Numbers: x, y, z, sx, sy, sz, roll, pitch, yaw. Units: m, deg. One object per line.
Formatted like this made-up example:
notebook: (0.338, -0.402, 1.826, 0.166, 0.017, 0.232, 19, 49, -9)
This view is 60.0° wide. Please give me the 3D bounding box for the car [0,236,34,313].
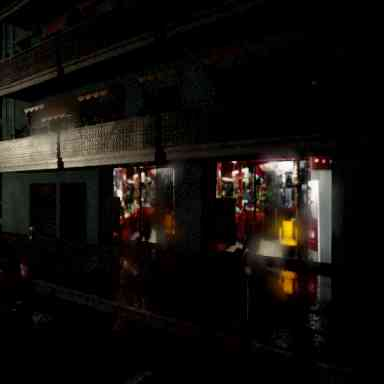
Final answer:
car: (-4.895, 1.442, 6.394, 4.097, 1.590, 1.967, 0, 0, 36)
